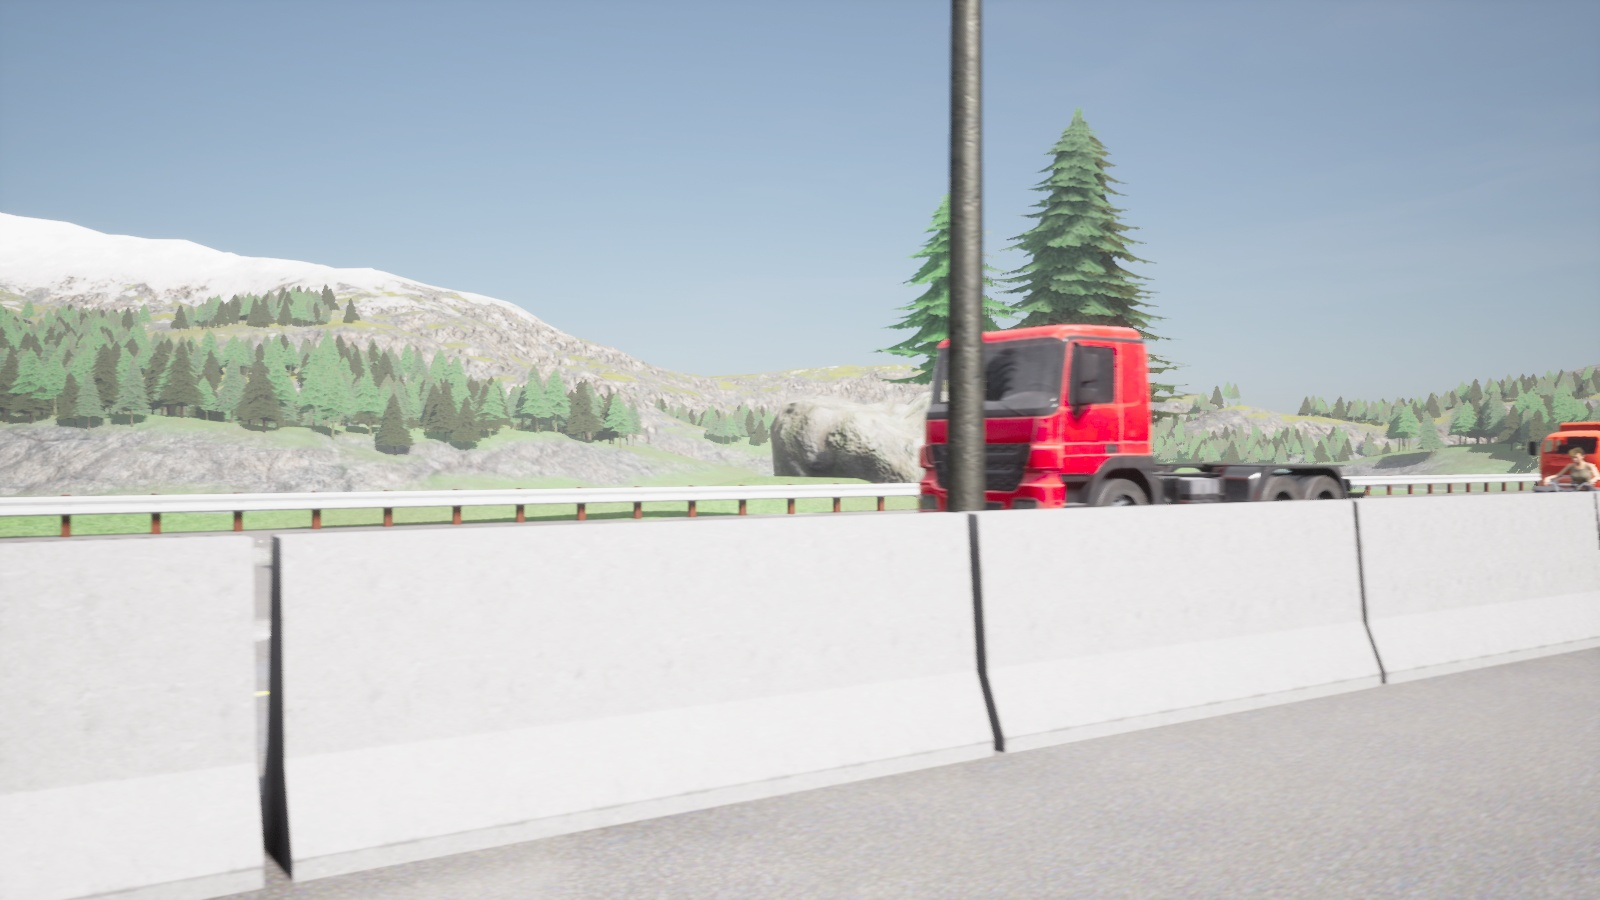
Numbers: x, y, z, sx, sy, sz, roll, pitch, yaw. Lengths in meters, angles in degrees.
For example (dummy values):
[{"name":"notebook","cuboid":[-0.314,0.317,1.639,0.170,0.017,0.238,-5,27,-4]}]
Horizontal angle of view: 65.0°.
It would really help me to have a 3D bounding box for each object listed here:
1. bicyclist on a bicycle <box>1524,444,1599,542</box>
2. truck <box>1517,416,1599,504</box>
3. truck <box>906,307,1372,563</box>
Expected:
[{"name":"bicyclist on a bicycle","cuboid":[13.110,0.706,21.306,1.509,1.612,0.866,0,0,-35]},{"name":"truck","cuboid":[24.030,0.302,37.441,5.204,2.467,2.627,0,0,-35]},{"name":"truck","cuboid":[5.714,-0.199,20.430,7.936,3.462,2.891,0,0,-35]}]
